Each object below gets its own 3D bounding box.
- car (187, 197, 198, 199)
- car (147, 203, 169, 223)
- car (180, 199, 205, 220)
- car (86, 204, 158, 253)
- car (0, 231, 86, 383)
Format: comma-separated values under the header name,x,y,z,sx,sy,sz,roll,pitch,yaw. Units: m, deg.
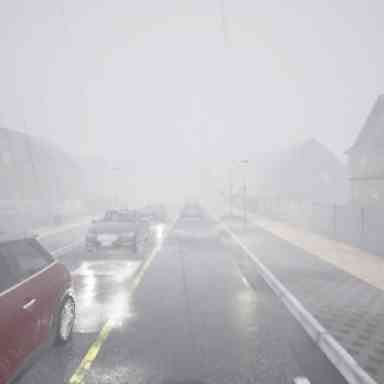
name,x,y,z,sx,sy,sz,roll,pitch,yaw
car,0.064,1.456,44.629,1.837,1.490,4.892,0,0,0
car,-2.774,1.507,24.537,1.994,1.385,4.181,0,0,0
car,0.017,1.506,27.309,1.994,1.385,4.181,0,0,1
car,-2.843,1.446,13.549,2.128,1.511,4.902,0,0,0
car,-2.847,1.338,3.250,2.097,1.767,4.553,0,0,0
